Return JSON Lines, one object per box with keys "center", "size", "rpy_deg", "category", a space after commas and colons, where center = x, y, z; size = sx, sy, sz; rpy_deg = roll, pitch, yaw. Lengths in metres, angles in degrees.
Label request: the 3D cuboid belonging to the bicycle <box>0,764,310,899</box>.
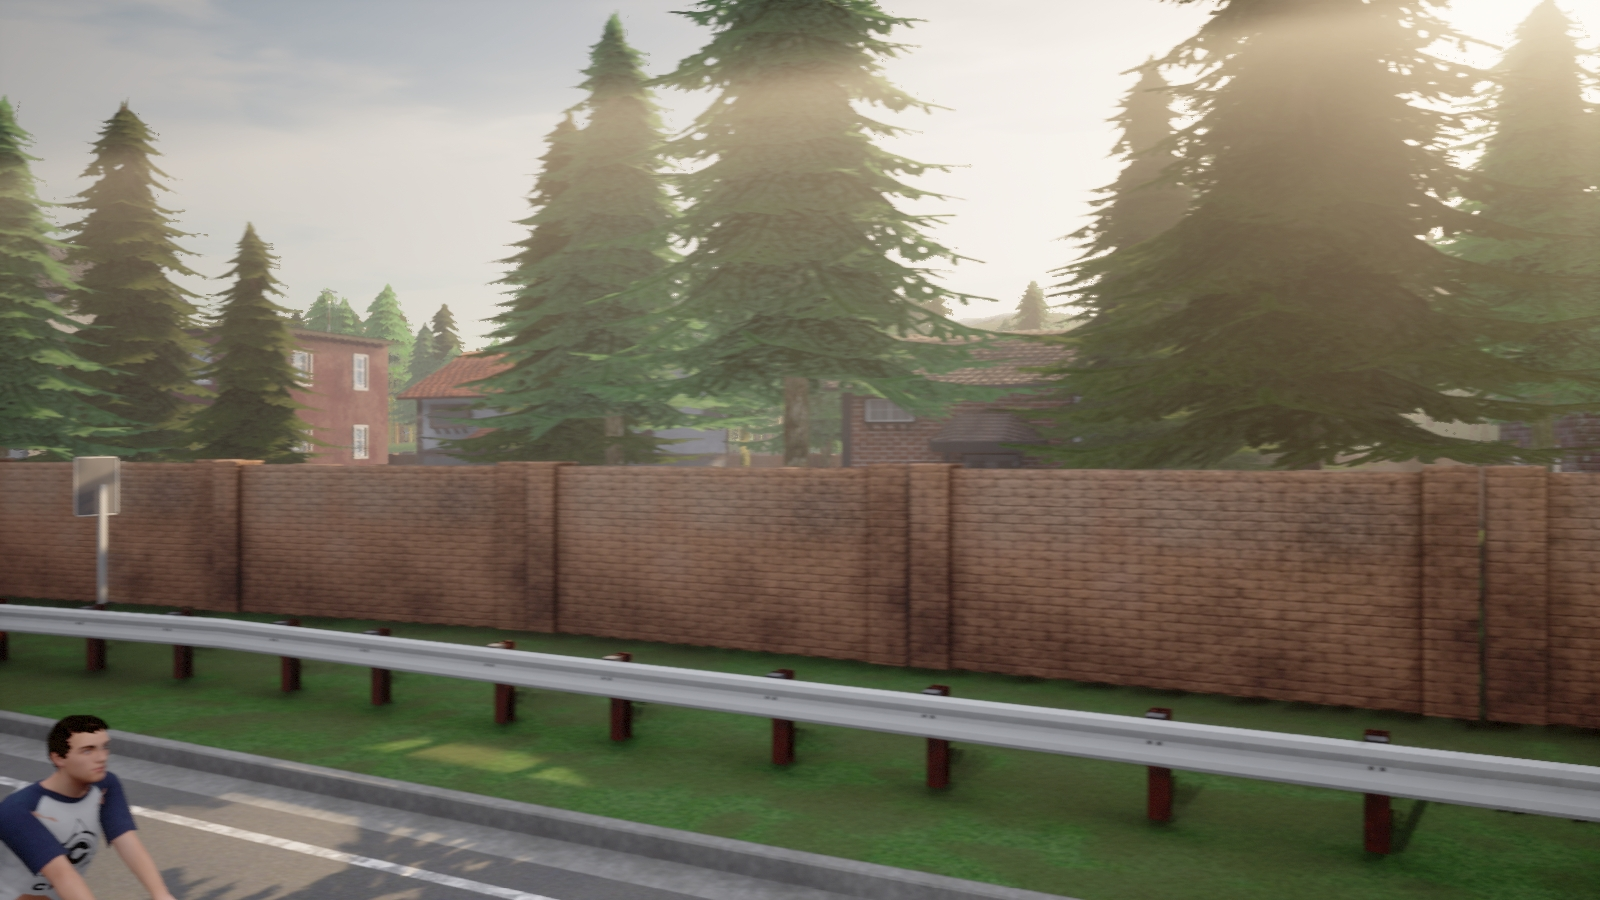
{"center": [-2.632, 2.056, 4.288], "size": [1.643, 1.496, 0.373], "rpy_deg": [1, 0, 20], "category": "bicycle"}
